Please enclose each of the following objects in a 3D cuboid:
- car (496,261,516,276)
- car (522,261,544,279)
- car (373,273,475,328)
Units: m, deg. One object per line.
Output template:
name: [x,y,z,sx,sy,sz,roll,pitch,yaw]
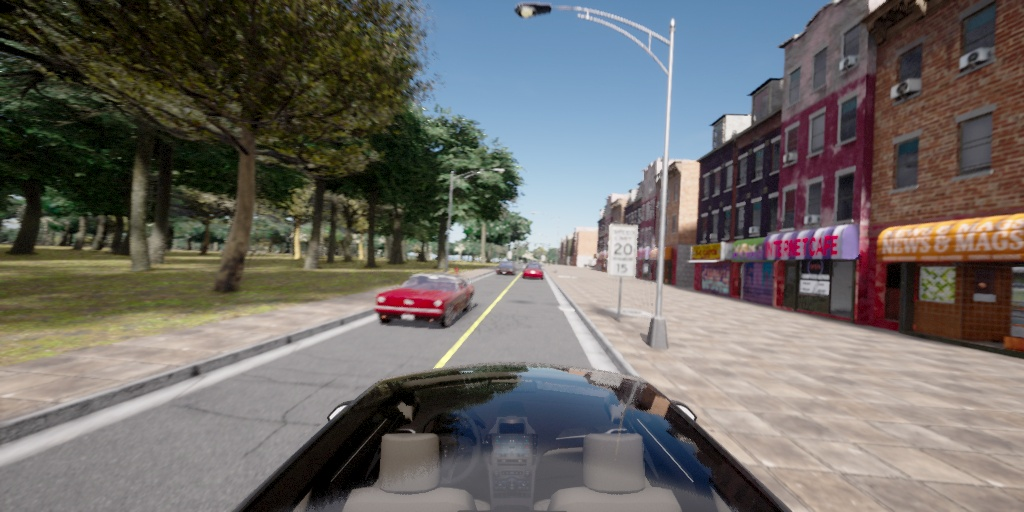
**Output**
car: [-0.578,1.299,38.486,2.033,1.411,5.357,3,0,4]
car: [2.053,1.456,34.808,1.994,1.385,4.181,3,0,4]
car: [-2.416,1.214,11.036,1.895,1.301,4.718,3,0,4]
